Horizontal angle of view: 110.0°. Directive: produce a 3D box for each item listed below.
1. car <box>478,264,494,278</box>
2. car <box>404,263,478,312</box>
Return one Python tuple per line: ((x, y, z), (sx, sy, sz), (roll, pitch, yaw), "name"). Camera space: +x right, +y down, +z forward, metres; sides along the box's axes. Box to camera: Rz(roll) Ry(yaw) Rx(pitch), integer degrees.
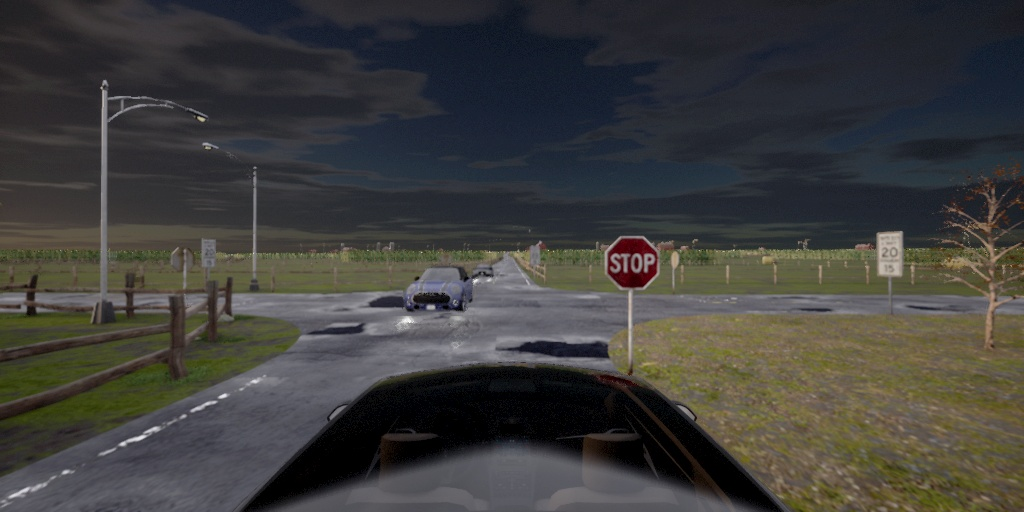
((-2.841, 1.501, 36.048), (1.994, 1.385, 4.181), (0, 0, 0), "car")
((-2.779, 1.177, 14.551), (2.097, 1.767, 4.553), (0, 0, 0), "car")
